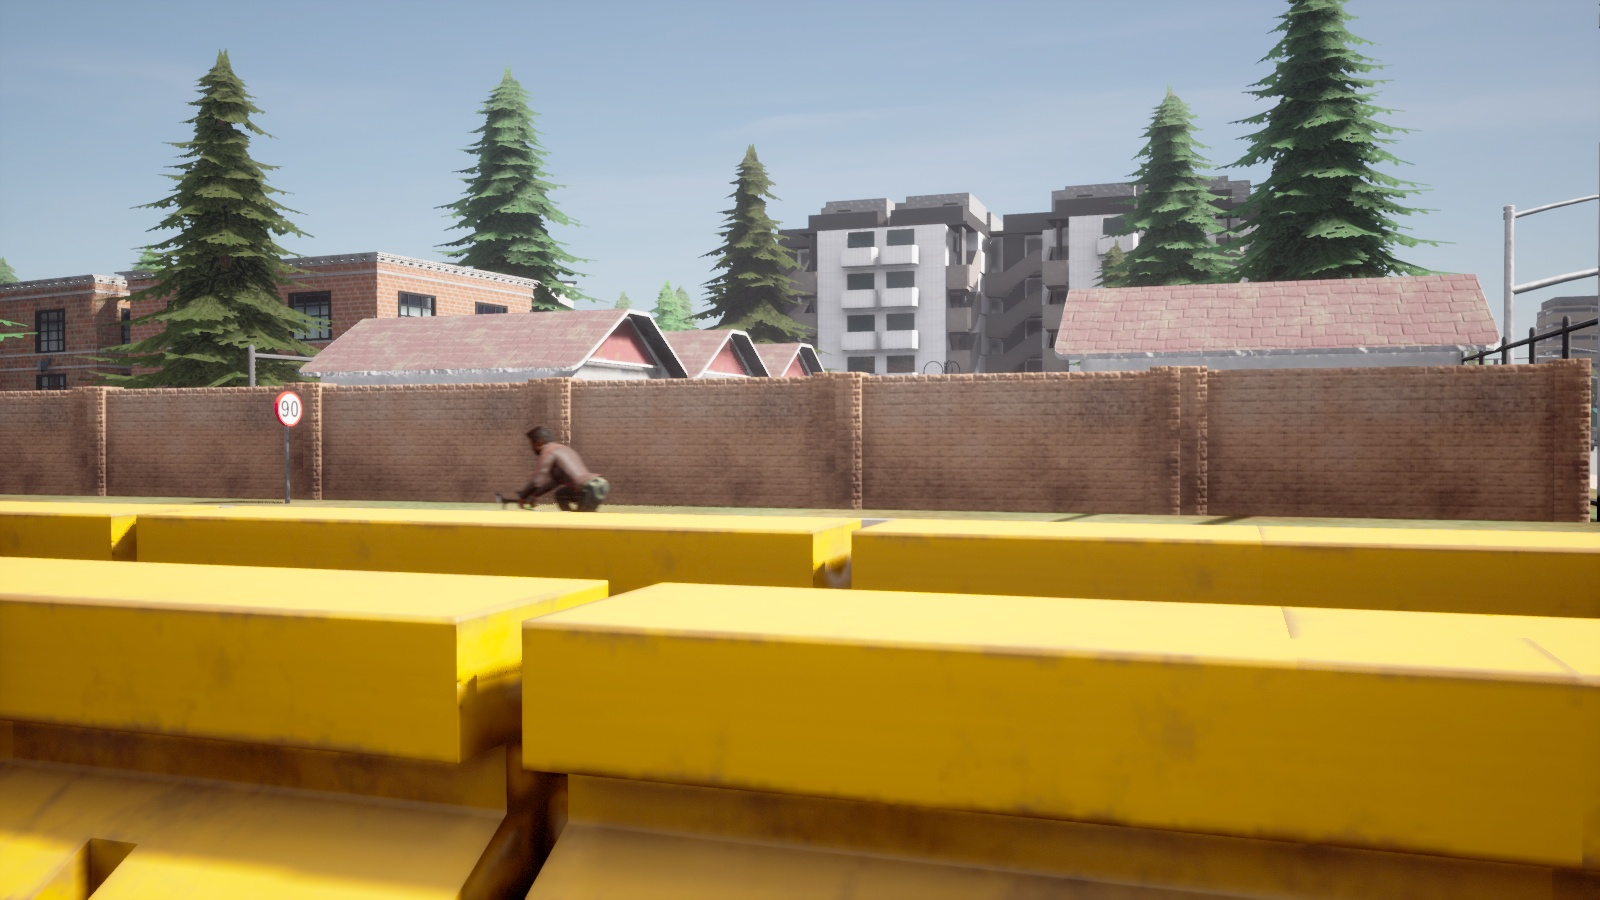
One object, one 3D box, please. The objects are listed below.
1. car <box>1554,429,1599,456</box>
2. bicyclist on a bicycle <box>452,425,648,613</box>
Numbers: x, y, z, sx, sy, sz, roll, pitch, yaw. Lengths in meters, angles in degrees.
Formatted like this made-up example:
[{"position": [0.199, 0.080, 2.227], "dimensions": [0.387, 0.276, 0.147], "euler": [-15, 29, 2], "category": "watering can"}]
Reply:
[{"position": [50.152, -0.497, 80.589], "dimensions": [2.152, 1.651, 5.027], "euler": [1, 1, 20], "category": "car"}, {"position": [-2.252, 0.589, 11.335], "dimensions": [1.656, 1.620, 0.582], "euler": [0, 1, 19], "category": "bicyclist on a bicycle"}]
